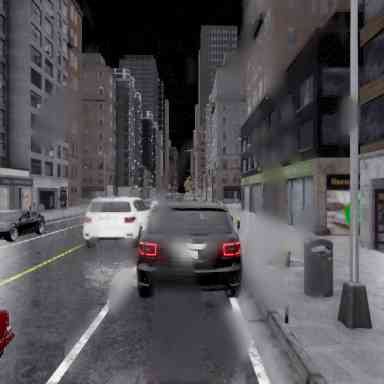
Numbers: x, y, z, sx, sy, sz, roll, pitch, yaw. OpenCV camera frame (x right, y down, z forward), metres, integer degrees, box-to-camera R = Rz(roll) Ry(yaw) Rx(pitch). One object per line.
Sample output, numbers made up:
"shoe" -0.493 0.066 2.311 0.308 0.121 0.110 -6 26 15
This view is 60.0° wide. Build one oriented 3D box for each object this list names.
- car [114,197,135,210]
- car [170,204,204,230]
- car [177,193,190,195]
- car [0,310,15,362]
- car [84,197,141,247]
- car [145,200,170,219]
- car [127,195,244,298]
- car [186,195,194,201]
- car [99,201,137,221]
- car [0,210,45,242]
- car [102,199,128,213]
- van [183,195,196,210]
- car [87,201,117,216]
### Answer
"car" -8.813 1.442 43.978 1.967 1.590 4.097 0 0 0
"car" -0.287 1.551 21.888 2.008 1.369 4.403 0 0 0
"car" -0.287 1.316 38.459 2.192 1.841 5.009 0 0 0
"car" -3.051 1.601 1.846 1.895 1.301 4.718 0 0 0
"car" -3.142 1.221 15.138 2.150 2.045 5.566 0 0 0
"car" -3.058 1.526 30.337 1.812 1.442 4.674 0 0 0
"car" -0.039 1.228 8.680 2.150 2.045 5.566 0 0 0
"car" -0.572 1.470 87.873 1.967 1.590 4.097 0 0 -1
"car" -6.244 1.548 28.769 2.033 1.411 5.357 0 0 0
"car" -8.813 1.566 16.352 1.947 1.339 4.313 0 0 0
"car" -8.813 1.567 38.453 1.947 1.339 4.313 0 0 0
"van" -0.287 1.343 43.983 1.690 1.788 3.998 0 0 0
"car" -8.813 1.583 32.928 1.802 1.307 4.206 0 0 0
